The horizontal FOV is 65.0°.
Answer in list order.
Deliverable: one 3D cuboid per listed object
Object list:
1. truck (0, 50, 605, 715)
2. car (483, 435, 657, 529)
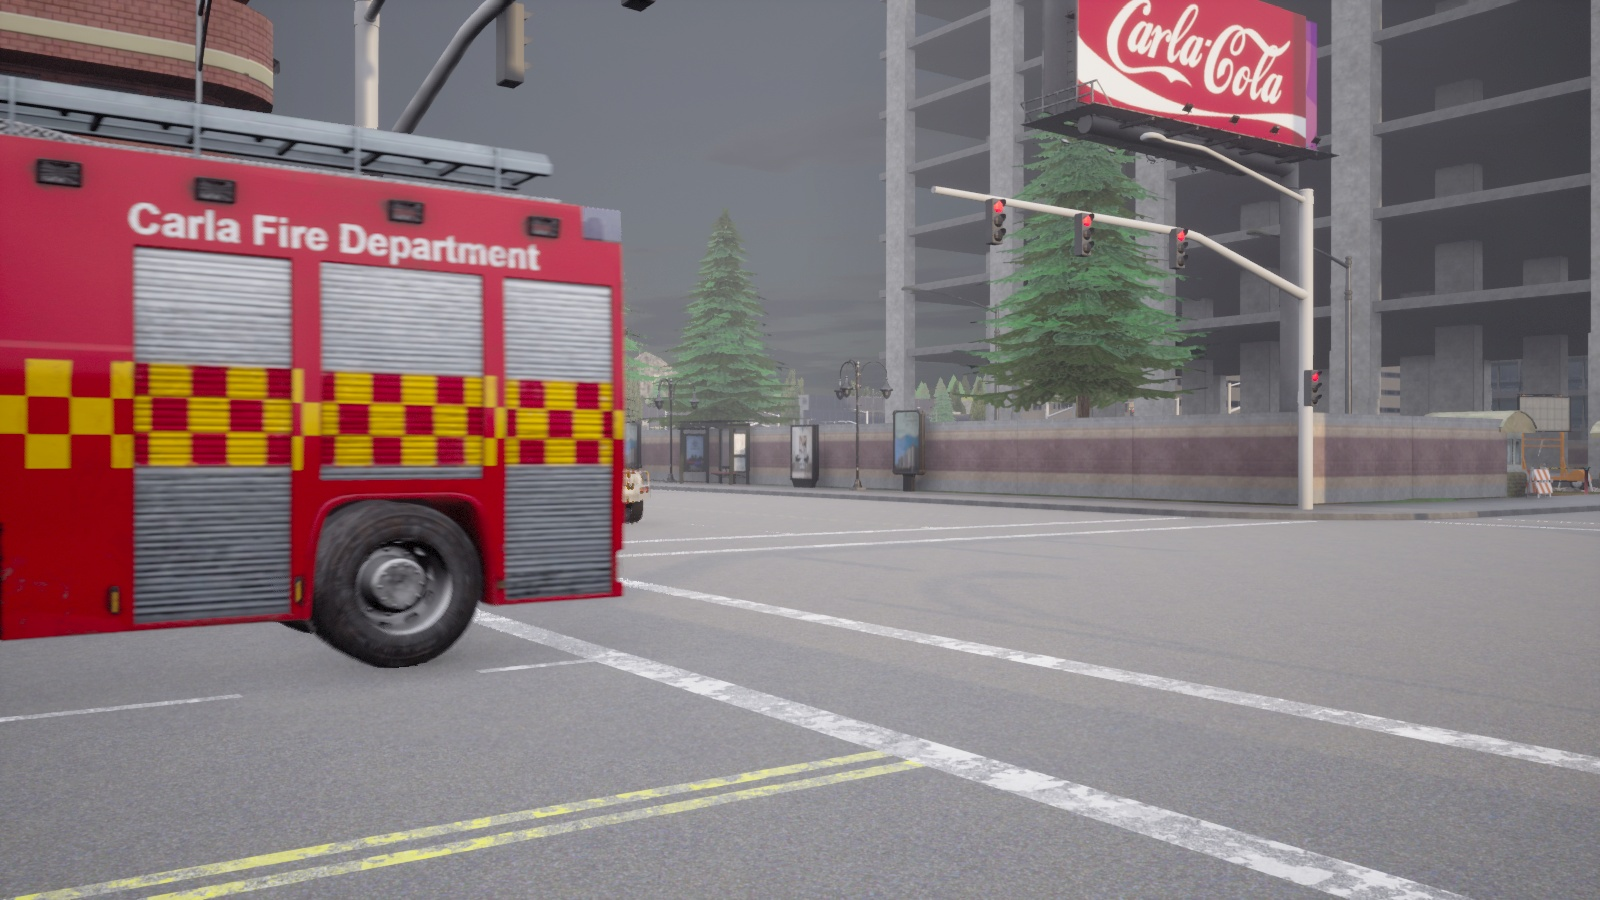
[{"bbox_3d":[-5.763,-0.388,8.181,8.468,3.827,2.891,0,0,-35],"label":"truck"},{"bbox_3d":[-5.046,0.638,27.088,1.932,1.855,4.605,0,0,-35],"label":"car"}]
